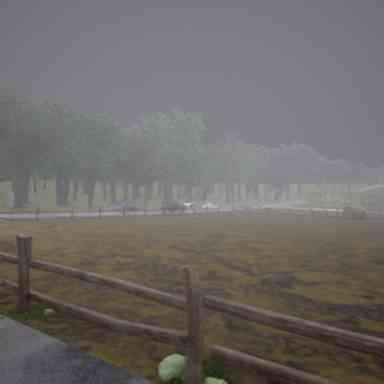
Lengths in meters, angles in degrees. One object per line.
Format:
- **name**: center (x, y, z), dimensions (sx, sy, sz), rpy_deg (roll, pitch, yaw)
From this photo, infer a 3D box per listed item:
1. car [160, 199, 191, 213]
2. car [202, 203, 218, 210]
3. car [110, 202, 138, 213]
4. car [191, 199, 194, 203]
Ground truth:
- **car**: center (-3.263, 2.652, 59.525), dimensions (2.150, 2.045, 5.566), rpy_deg (3, 1, 36)
- **car**: center (3.806, 2.988, 69.588), dimensions (1.812, 1.442, 4.674), rpy_deg (3, 1, 35)
- **car**: center (-10.918, 2.441, 53.648), dimensions (2.097, 1.767, 4.553), rpy_deg (3, 0, 36)
- **car**: center (-1.711, 2.311, 66.508), dimensions (2.150, 2.045, 5.566), rpy_deg (3, 1, 35)
